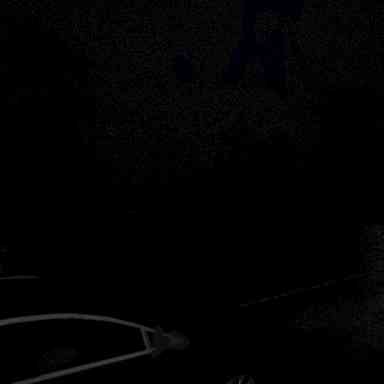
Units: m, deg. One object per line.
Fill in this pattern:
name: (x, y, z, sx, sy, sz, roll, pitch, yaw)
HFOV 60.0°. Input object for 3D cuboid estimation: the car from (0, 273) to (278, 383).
car: (-1.338, 1.497, 2.772, 4.902, 1.511, 2.128, 1, 0, -36)
